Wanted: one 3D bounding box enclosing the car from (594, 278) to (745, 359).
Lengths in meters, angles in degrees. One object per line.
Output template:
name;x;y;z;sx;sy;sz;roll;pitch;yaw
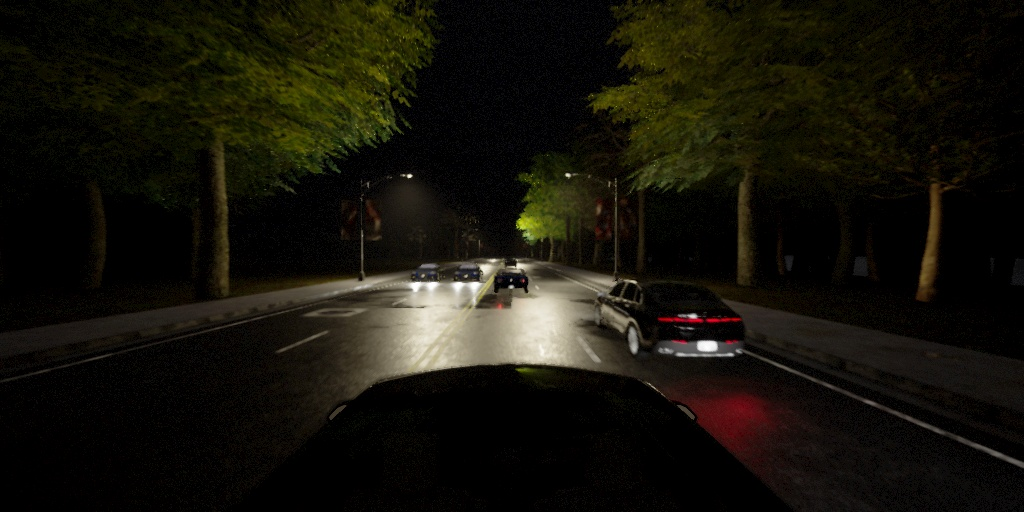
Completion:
car;3.246;1.254;8.384;1.837;1.490;4.892;0;0;0

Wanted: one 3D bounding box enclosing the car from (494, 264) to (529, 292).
car;-0.050;1.338;21.212;1.895;1.301;4.718;0;0;0

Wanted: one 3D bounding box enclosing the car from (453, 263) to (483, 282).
car;-3.354;1.280;28.253;1.994;1.385;4.181;0;0;0

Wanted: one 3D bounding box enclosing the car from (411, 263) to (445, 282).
car;-6.602;1.280;28.622;1.994;1.385;4.181;0;0;0

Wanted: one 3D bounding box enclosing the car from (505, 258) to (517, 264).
car;-0.180;1.066;54.813;2.128;1.511;4.902;0;0;-1
